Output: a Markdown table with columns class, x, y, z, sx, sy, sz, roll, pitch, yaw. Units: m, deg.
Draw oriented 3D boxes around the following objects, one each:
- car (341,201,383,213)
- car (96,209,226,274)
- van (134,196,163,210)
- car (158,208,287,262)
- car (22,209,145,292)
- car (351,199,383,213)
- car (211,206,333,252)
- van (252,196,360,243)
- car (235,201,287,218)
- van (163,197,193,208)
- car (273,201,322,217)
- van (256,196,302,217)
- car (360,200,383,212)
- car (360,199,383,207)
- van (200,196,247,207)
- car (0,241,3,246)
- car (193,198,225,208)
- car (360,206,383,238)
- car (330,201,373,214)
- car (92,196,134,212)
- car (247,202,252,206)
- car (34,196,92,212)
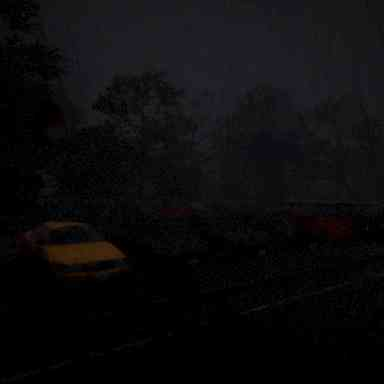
| class | x | y | z | sx | sy | sz | roll | pitch | yaw |
| --- | --- | --- | --- | --- | --- | --- | --- | --- | --- |
| car | 22.702 | 1.961 | 44.399 | 2.163 | 1.488 | 4.792 | 1 | -1 | -35 |
| car | -1.349 | 1.563 | 11.191 | 2.163 | 1.488 | 4.792 | 0 | 0 | -35 |
| van | -4.304 | 1.338 | 25.039 | 1.878 | 1.987 | 4.442 | 0 | 0 | -35 |
| car | 0.912 | 1.578 | 12.802 | 2.163 | 1.488 | 4.792 | 0 | 0 | -35 |
| car | -3.519 | 1.515 | 9.452 | 1.946 | 1.575 | 5.366 | 0 | 0 | -35 |
| car | 24.822 | 1.843 | 45.985 | 2.185 | 1.767 | 4.553 | 1 | -1 | -35 |
| car | 3.172 | 1.594 | 14.414 | 2.163 | 1.488 | 4.792 | 0 | 0 | -35 |
| van | 5.349 | 1.354 | 16.145 | 1.878 | 1.987 | 4.442 | 0 | 0 | -35 |
| car | 6.779 | 1.691 | 33.119 | 2.163 | 1.488 | 4.792 | 1 | -1 | -35 |
| van | -2.184 | 1.354 | 26.837 | 1.878 | 1.987 | 4.442 | 0 | 0 | -35 |
| car | 11.425 | 1.763 | 36.361 | 2.163 | 1.488 | 4.792 | 1 | -1 | -36 |
| van | 8.987 | 1.469 | 34.801 | 1.878 | 1.987 | 4.442 | 1 | -1 | -35 |
| car | 27.098 | 2.008 | 47.563 | 2.097 | 1.535 | 5.008 | 1 | -1 | -35 |
| car | 9.918 | 1.488 | 19.296 | 2.185 | 1.767 | 4.553 | 1 | 0 | -35 |
| van | 2.471 | 1.388 | 29.879 | 1.878 | 1.987 | 4.442 | 1 | 0 | -36 |
| car | -5.890 | 1.504 | 7.997 | 2.231 | 1.521 | 4.892 | 0 | 0 | -35 |
| car | 0.135 | 1.595 | 28.354 | 2.097 | 1.535 | 5.008 | 0 | 0 | -35 |
| car | 7.660 | 1.625 | 17.685 | 2.163 | 1.488 | 4.792 | 0 | 0 | -35 |
| car | 20.431 | 1.932 | 42.812 | 2.002 | 1.452 | 4.674 | 1 | -1 | -35 |
| car | -6.611 | 1.298 | 23.504 | 2.435 | 2.045 | 5.566 | 0 | 0 | -35 |
| car | 4.630 | 1.664 | 31.588 | 2.163 | 1.488 | 4.792 | 1 | 0 | -35 |
| car | -8.866 | 1.282 | 21.896 | 2.435 | 2.045 | 5.566 | 0 | 0 | -35 |
